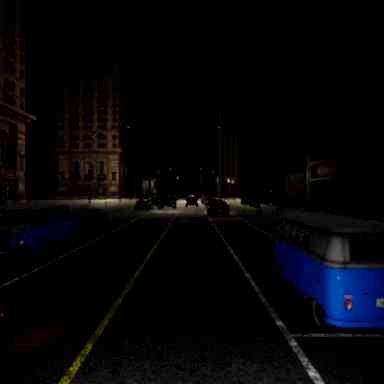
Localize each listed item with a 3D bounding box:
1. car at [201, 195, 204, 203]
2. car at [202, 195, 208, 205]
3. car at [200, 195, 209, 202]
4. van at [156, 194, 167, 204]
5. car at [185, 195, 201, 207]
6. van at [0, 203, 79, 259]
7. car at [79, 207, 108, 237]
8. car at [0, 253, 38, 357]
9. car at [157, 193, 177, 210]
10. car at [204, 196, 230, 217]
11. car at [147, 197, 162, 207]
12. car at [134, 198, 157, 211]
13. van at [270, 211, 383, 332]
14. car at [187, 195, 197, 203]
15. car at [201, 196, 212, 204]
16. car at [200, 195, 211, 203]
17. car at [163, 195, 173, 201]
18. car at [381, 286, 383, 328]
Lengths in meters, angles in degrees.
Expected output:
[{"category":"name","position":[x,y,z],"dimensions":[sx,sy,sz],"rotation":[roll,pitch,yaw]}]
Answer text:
[{"category":"car","position":[2.742,1.478,57.519],"dimensions":[1.752,1.417,4.829],"rotation":[0,0,0]},{"category":"car","position":[2.745,1.532,46.067],"dimensions":[1.947,1.339,4.313],"rotation":[0,0,0]},{"category":"car","position":[2.737,1.478,74.272],"dimensions":[2.008,1.369,4.403],"rotation":[0,0,0]},{"category":"van","position":[-5.785,1.286,62.986],"dimensions":[1.690,1.788,3.998],"rotation":[0,0,0]},{"category":"car","position":[-0.012,1.488,49.404],"dimensions":[1.812,1.442,4.674],"rotation":[0,0,0]},{"category":"van","position":[-5.771,1.334,12.218],"dimensions":[1.690,1.788,3.998],"rotation":[0,0,0]},{"category":"car","position":[-5.772,1.534,17.859],"dimensions":[1.887,1.381,4.507],"rotation":[0,0,0]},{"category":"car","position":[-3.103,1.546,1.744],"dimensions":[2.033,1.411,5.357],"rotation":[0,0,0]},{"category":"car","position":[-3.106,1.189,42.904],"dimensions":[2.150,2.045,5.566],"rotation":[0,0,0]},{"category":"car","position":[2.350,1.458,30.881],"dimensions":[1.882,1.535,5.008],"rotation":[0,0,0]},{"category":"car","position":[-5.781,1.526,51.704],"dimensions":[1.947,1.339,4.313],"rotation":[0,0,0]},{"category":"car","position":[-5.779,1.412,40.421],"dimensions":[1.967,1.590,4.097],"rotation":[0,0,0]},{"category":"van","position":[2.756,1.337,6.582],"dimensions":[1.690,1.788,3.998],"rotation":[0,0,0]},{"category":"car","position":[-0.021,1.392,68.489],"dimensions":[2.128,1.511,4.902],"rotation":[0,0,0]},{"category":"car","position":[2.741,1.495,62.989],"dimensions":[2.008,1.369,4.403],"rotation":[0,0,0]},{"category":"car","position":[2.739,1.376,68.631],"dimensions":[1.967,1.590,4.097],"rotation":[0,0,0]},{"category":"car","position":[-5.790,1.468,79.909],"dimensions":[2.008,1.369,4.403],"rotation":[0,0,0]},{"category":"car","position":[2.759,1.565,0.942],"dimensions":[1.947,1.339,4.313],"rotation":[0,0,0]}]
